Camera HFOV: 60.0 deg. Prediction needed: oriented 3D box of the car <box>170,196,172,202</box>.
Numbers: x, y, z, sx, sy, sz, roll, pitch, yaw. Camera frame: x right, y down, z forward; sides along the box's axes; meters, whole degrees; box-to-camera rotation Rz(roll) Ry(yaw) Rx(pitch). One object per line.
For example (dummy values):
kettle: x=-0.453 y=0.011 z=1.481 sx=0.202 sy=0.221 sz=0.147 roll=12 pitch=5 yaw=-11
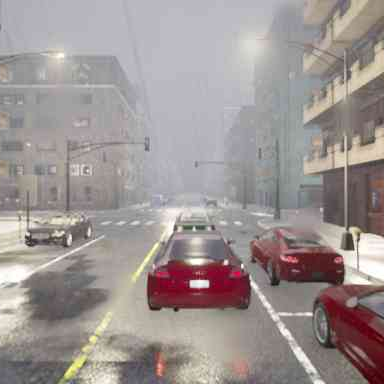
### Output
car: x=-5.454 y=1.496 z=64.196 sx=1.967 sy=1.590 sz=4.097 roll=1 pitch=0 yaw=0

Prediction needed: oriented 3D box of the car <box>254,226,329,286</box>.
car: x=2.665 y=1.591 z=9.081 sx=1.802 sy=1.307 sz=4.206 roll=1 pitch=0 yaw=0

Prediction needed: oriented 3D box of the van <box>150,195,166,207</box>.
van: x=-5.597 y=1.388 z=52.863 sx=1.690 sy=1.788 sz=3.998 roll=1 pitch=0 yaw=0

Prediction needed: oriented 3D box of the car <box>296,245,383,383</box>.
car: x=2.667 y=1.586 z=3.410 sx=1.802 sy=1.307 sz=4.206 roll=1 pitch=0 yaw=0

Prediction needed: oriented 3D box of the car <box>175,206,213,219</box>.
car: x=0.099 y=1.617 z=16.620 sx=1.895 sy=1.301 sz=4.718 roll=0 pitch=0 yaw=0

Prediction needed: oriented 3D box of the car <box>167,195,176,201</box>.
car: x=-5.316 y=1.618 z=86.879 sx=1.887 sy=1.381 sz=4.507 roll=1 pitch=0 yaw=0

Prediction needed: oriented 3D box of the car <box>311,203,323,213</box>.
car: x=15.539 y=1.545 z=36.979 sx=4.507 sy=1.381 sz=1.887 roll=0 pitch=-1 yaw=1

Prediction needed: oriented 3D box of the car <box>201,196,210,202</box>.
car: x=2.994 y=1.645 z=75.461 sx=1.802 sy=1.307 sz=4.206 roll=1 pitch=0 yaw=0

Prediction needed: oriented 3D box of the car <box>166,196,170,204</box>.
car: x=-5.490 y=1.617 z=58.526 sx=1.947 sy=1.339 sz=4.313 roll=1 pitch=0 yaw=0

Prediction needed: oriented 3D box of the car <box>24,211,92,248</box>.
car: x=-5.773 y=1.565 z=14.818 sx=2.008 sy=1.369 sz=4.403 roll=1 pitch=0 yaw=0

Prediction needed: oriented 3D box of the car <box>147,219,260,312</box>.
car: x=0.104 y=1.572 z=7.802 sx=1.994 sy=1.385 sz=4.181 roll=0 pitch=0 yaw=-1

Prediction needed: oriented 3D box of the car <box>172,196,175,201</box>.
car: x=-5.386 y=1.630 z=75.538 sx=1.947 sy=1.339 sz=4.313 roll=1 pitch=0 yaw=0

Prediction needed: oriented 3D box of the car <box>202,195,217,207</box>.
car: x=2.952 y=1.595 z=51.204 sx=2.008 sy=1.369 sz=4.403 roll=1 pitch=0 yaw=0

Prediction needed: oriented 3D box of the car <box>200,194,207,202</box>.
car: x=2.959 y=1.610 z=69.791 sx=2.008 sy=1.369 sz=4.403 roll=1 pitch=0 yaw=0

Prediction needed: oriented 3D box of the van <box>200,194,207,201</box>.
van: x=3.102 y=1.417 z=92.472 sx=1.690 sy=1.788 sz=3.998 roll=1 pitch=0 yaw=0

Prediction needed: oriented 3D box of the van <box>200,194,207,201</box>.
van: x=3.067 y=1.413 z=86.802 sx=1.690 sy=1.788 sz=3.998 roll=1 pitch=0 yaw=0
